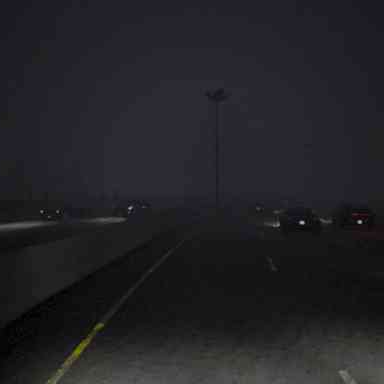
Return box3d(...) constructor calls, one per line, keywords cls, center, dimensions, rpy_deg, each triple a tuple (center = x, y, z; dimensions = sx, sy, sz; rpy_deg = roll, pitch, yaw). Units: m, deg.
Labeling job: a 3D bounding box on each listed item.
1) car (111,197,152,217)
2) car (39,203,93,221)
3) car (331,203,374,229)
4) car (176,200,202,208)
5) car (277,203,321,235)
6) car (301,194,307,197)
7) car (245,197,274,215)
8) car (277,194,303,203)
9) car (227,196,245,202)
box3d(cls="car", center=(-5.427, 1.300, 30.369), dimensions=(2.097, 1.767, 4.553), rpy_deg=(0, 0, 18))
box3d(cls="car", center=(-10.126, 1.549, 27.081), dimensions=(1.895, 1.301, 4.718), rpy_deg=(0, 0, 16))
box3d(cls="car", center=(10.331, 1.464, 21.546), dimensions=(1.837, 1.490, 4.892), rpy_deg=(0, 0, 15))
box3d(cls="car", center=(-0.131, 1.506, 34.854), dimensions=(1.994, 1.385, 4.181), rpy_deg=(0, 0, 22))
box3d(cls="car", center=(6.050, 1.529, 18.903), dimensions=(1.994, 1.385, 4.181), rpy_deg=(0, 0, 12))
box3d(cls="car", center=(22.402, 1.242, 69.193), dimensions=(4.553, 1.767, 2.097), rpy_deg=(0, 0, -45))
box3d(cls="car", center=(6.985, 1.502, 33.287), dimensions=(1.994, 1.385, 4.181), rpy_deg=(0, 0, 22))
box3d(cls="car", center=(13.419, 1.420, 46.600), dimensions=(2.163, 1.488, 4.792), rpy_deg=(0, 0, 32))
box3d(cls="car", center=(8.570, 1.447, 64.088), dimensions=(2.128, 1.511, 4.902), rpy_deg=(0, 0, 37))
